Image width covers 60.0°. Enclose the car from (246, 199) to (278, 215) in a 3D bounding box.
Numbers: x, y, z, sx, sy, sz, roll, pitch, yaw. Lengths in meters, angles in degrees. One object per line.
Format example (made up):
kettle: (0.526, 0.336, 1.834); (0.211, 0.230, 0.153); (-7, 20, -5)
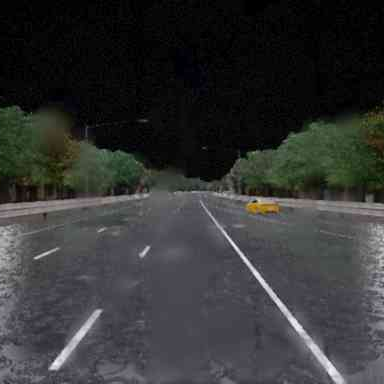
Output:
car: (6.870, 1.422, 33.127); (1.882, 1.535, 5.008); (0, 0, -9)
